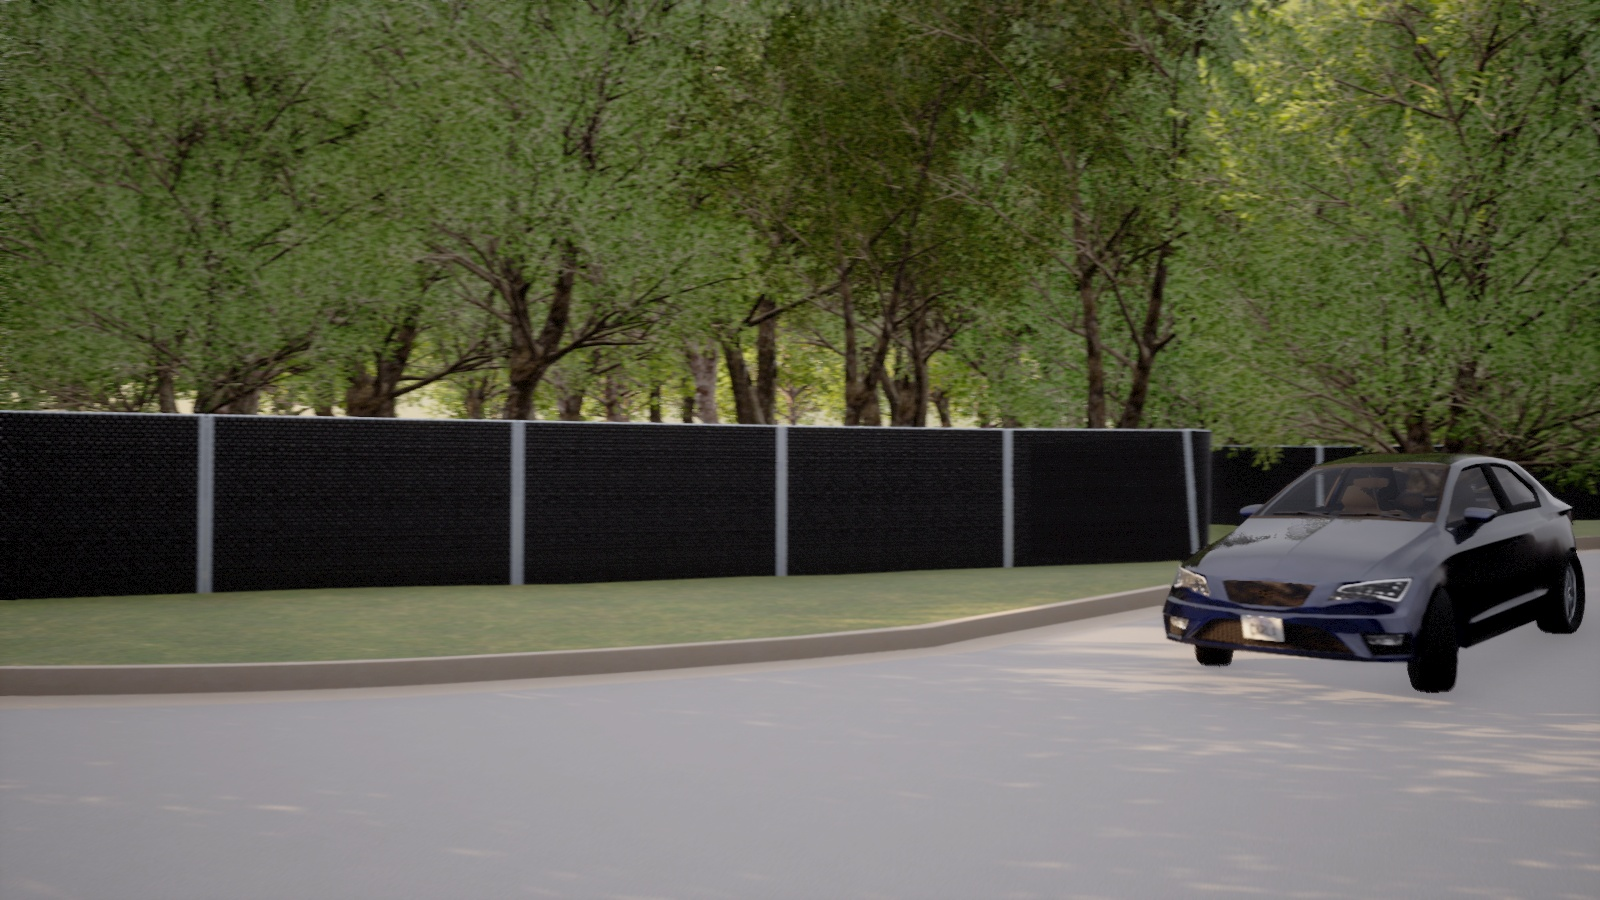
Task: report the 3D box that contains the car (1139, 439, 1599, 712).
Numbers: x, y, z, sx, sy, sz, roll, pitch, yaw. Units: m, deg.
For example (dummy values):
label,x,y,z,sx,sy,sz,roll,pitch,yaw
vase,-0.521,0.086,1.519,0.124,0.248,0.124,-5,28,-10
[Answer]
label,x,y,z,sx,sy,sz,roll,pitch,yaw
car,4.510,0.748,9.513,4.193,1.474,1.816,-3,1,-44
